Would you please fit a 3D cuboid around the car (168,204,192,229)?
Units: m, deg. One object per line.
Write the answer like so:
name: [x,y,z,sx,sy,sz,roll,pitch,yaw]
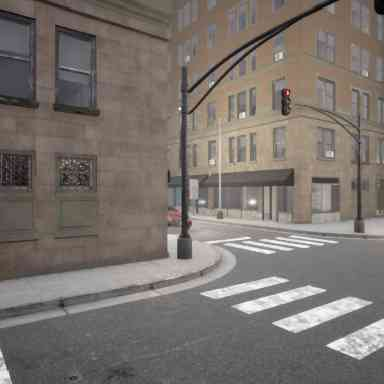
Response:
car: [-1.890,1.427,19.828,1.812,1.442,4.674,0,0,-36]
